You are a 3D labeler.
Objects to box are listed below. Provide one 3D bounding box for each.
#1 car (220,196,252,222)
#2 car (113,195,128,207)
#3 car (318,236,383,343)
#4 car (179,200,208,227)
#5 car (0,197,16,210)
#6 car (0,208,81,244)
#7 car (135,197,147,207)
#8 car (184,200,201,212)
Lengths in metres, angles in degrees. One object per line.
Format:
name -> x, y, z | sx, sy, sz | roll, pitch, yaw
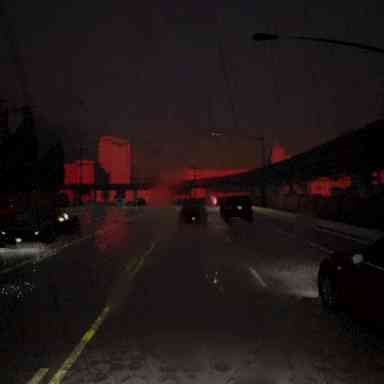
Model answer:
car -> 3.603, 1.312, 27.730 | 2.150, 2.045, 5.566 | 0, 0, 0
car -> -12.286, 1.483, 57.357 | 2.150, 2.045, 5.566 | 0, -1, -10
car -> 3.601, 1.369, 4.918 | 2.097, 1.767, 4.553 | 0, 0, 0
car -> 0.102, 1.555, 23.701 | 1.882, 1.535, 5.008 | 0, 0, 0
car -> -10.598, 1.273, 16.059 | 2.150, 2.045, 5.566 | 0, 0, 0
car -> -7.099, 1.600, 16.281 | 2.033, 1.411, 5.357 | 0, 0, 0
car -> -9.072, 1.655, 59.083 | 2.097, 1.767, 4.553 | 0, -1, -10
car -> -0.023, 1.701, 41.979 | 1.994, 1.385, 4.181 | 0, 0, -2
